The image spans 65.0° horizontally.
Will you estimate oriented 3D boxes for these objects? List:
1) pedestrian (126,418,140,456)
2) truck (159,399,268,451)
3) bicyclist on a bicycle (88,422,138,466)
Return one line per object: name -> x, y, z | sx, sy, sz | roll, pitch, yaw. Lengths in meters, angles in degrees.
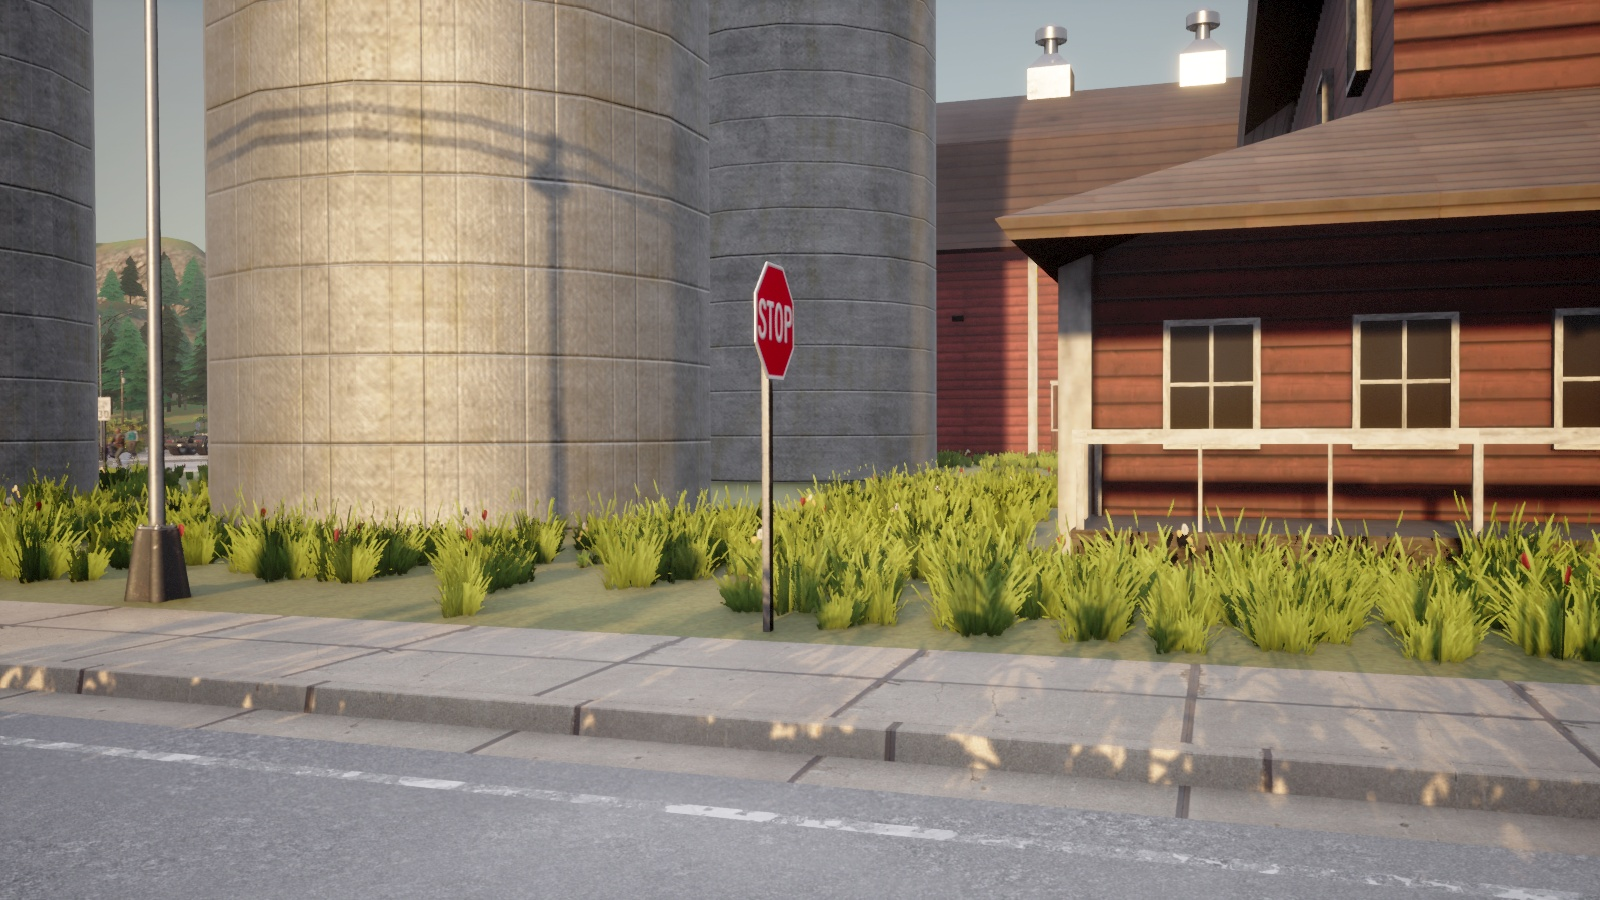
pedestrian -> -34.342, -0.682, 64.621 | 0.396, 1.930, 0.692 | 0, 1, -5
truck -> -40.766, -1.712, 87.663 | 2.891, 3.462, 7.936 | 0, 1, 9
bicyclist on a bicycle -> -28.286, -0.238, 51.751 | 0.659, 1.776, 1.843 | 1, 1, 18
